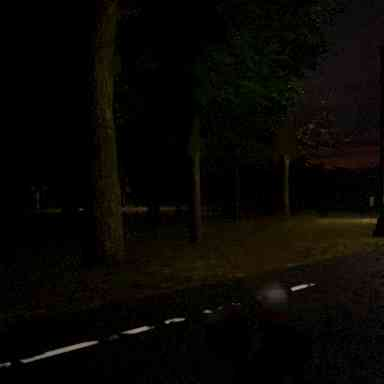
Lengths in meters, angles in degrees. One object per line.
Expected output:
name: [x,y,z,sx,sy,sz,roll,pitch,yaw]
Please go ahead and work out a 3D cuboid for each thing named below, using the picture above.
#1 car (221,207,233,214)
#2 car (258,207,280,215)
car: [8.883,4.345,79.334,2.128,1.511,4.902,-1,-1,-35]
car: [16.199,3.909,68.686,2.033,1.411,5.357,-1,-2,-35]
